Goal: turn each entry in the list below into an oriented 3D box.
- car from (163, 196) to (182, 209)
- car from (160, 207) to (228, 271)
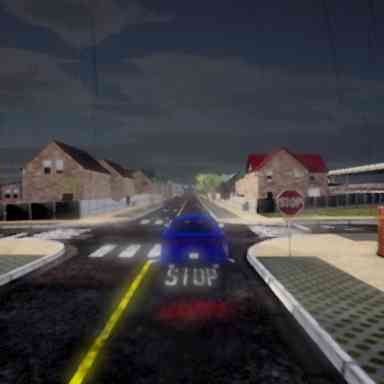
[{"bbox_3d":[-2.805,1.525,44.718,2.033,1.411,5.357,0,0,0],"label":"car"},{"bbox_3d":[0.072,1.473,10.965,1.882,1.535,5.008,0,0,0],"label":"car"}]
